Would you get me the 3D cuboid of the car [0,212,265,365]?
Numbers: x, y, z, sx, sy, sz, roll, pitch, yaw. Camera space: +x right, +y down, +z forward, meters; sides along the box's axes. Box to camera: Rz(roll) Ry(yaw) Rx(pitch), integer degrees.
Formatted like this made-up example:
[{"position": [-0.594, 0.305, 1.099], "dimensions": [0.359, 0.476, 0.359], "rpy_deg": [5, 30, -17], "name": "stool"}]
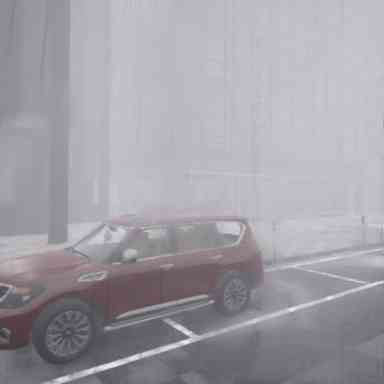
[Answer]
[{"position": [-0.846, 1.341, 6.046], "dimensions": [5.009, 1.841, 2.192], "rpy_deg": [1, 0, -36], "name": "car"}]
